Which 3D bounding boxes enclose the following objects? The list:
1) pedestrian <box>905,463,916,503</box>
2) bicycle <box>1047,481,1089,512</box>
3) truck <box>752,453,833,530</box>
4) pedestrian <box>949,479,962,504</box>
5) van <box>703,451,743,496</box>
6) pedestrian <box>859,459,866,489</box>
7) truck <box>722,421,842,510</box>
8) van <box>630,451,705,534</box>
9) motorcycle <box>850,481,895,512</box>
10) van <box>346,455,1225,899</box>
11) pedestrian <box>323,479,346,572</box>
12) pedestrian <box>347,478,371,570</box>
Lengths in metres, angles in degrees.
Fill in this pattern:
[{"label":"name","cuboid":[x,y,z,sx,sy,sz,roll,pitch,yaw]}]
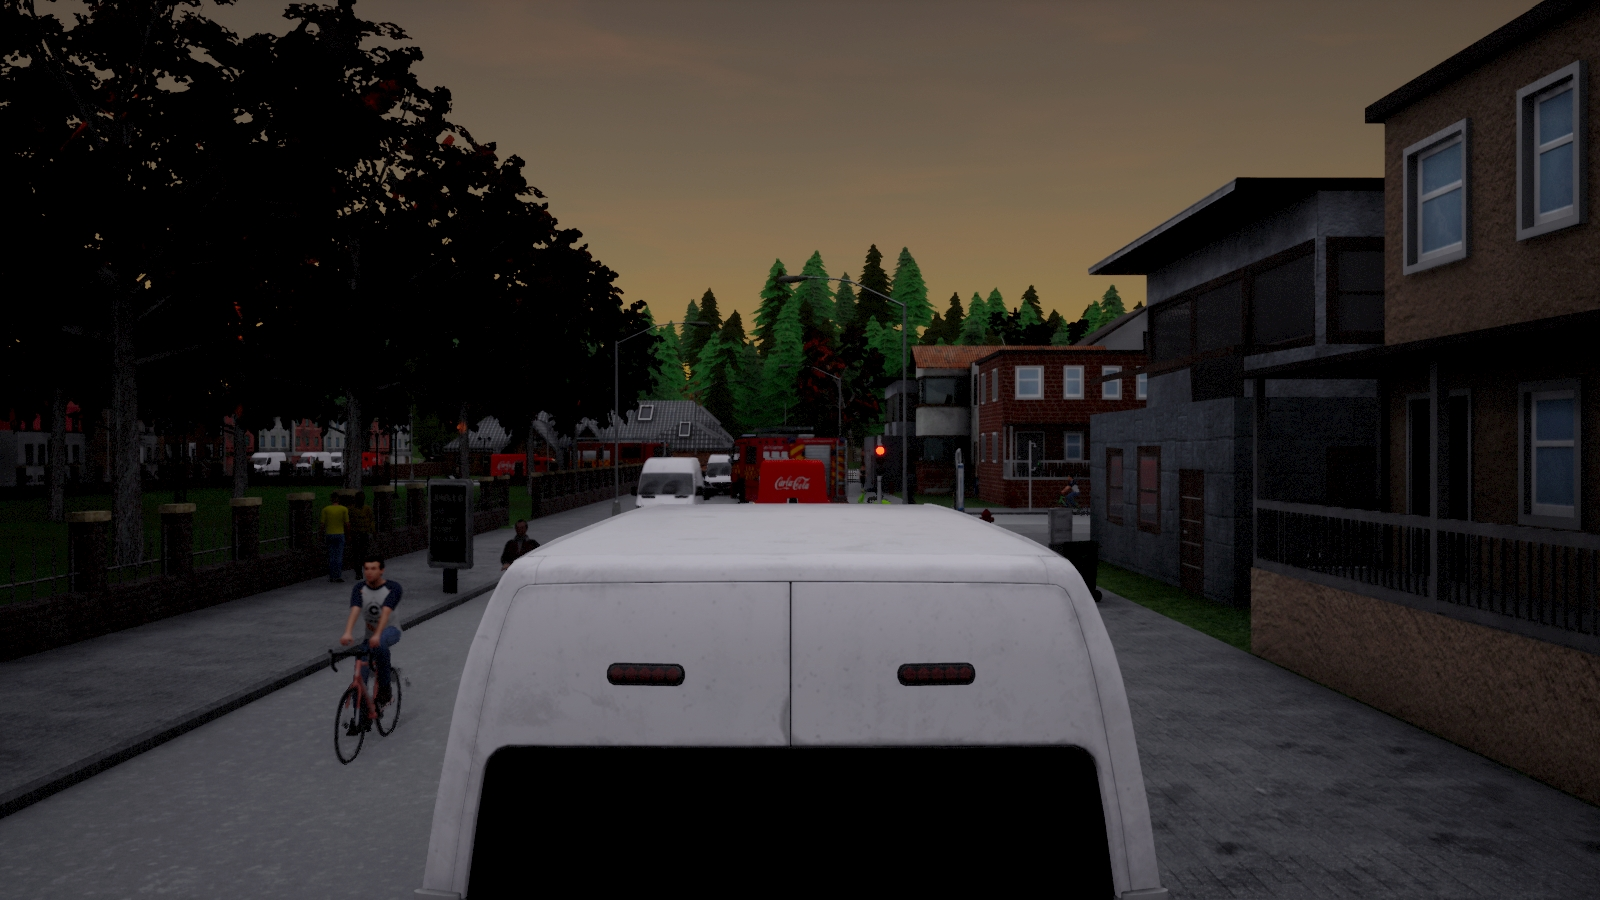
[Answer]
[{"label":"pedestrian","cuboid":[5.085,1.516,52.590,0.375,1.860,0.375,0,0,-27]},{"label":"bicycle","cuboid":[11.156,1.936,47.533,1.643,1.296,0.373,0,0,-1]},{"label":"truck","cuboid":[-0.258,1.348,39.562,2.627,2.467,5.204,0,0,0]},{"label":"pedestrian","cuboid":[7.078,1.896,51.887,0.500,1.100,0.500,0,0,-3]},{"label":"van","cuboid":[-4.457,1.314,66.858,1.988,2.561,5.915,0,0,0]},{"label":"pedestrian","cuboid":[3.971,1.524,72.734,0.375,1.860,0.375,0,0,-10]},{"label":"truck","cuboid":[-1.024,0.671,53.895,2.891,3.827,8.468,0,0,-21]},{"label":"van","cuboid":[-4.333,1.314,38.320,1.988,2.561,5.915,0,0,-2]},{"label":"motorcycle","cuboid":[3.035,1.961,48.033,1.805,1.236,0.856,1,0,9]},{"label":"van","cuboid":[-0.041,1.314,5.541,1.988,2.561,5.915,0,0,0]},{"label":"pedestrian","cuboid":[-9.426,1.526,23.145,0.375,1.860,0.375,0,0,-12]},{"label":"pedestrian","cuboid":[-9.141,1.525,23.673,0.375,1.860,0.375,0,0,-39]}]
